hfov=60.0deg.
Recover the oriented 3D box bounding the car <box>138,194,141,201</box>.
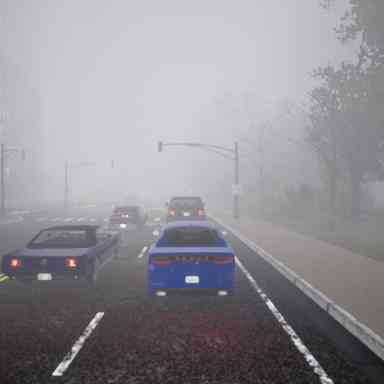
[{"bbox_3d":[-11.456,1.278,67.421,2.097,1.767,4.553,0,0,-8],"label":"car"}]

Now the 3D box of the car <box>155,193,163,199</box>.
[{"bbox_3d":[-9.213,1.180,93.404,1.882,1.535,5.008,0,0,-11],"label":"car"}]

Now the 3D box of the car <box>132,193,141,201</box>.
[{"bbox_3d":[-13.792,1.195,82.316,2.097,1.767,4.553,0,0,-10],"label":"car"}]

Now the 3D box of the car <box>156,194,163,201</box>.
[{"bbox_3d":[-7.390,1.364,83.442,1.882,1.535,5.008,0,0,-10],"label":"car"}]

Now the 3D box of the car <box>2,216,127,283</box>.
[{"bbox_3d":[-3.318,1.596,9.610,1.895,1.301,4.718,0,0,-1],"label":"car"}]

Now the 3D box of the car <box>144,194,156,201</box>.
[{"bbox_3d":[-10.525,1.369,82.512,1.882,1.535,5.008,0,0,-10],"label":"car"}]

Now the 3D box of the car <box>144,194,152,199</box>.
[{"bbox_3d":[-12.407,1.258,92.803,1.994,1.385,4.181,0,0,-11],"label":"car"}]

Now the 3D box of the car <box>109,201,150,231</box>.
[{"bbox_3d":[-3.659,1.492,19.611,1.837,1.490,4.892,0,0,-2],"label":"car"}]

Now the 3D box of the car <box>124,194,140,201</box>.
[{"bbox_3d":[-9.619,1.478,52.133,1.812,1.442,4.674,0,0,-6],"label":"car"}]

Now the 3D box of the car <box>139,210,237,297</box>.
[{"bbox_3d":[-0.046,1.473,8.648,1.882,1.535,5.008,0,0,-1],"label":"car"}]

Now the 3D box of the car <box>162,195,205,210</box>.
[{"bbox_3d":[-0.382,1.209,19.151,2.150,2.045,5.566,0,0,-2],"label":"car"}]
